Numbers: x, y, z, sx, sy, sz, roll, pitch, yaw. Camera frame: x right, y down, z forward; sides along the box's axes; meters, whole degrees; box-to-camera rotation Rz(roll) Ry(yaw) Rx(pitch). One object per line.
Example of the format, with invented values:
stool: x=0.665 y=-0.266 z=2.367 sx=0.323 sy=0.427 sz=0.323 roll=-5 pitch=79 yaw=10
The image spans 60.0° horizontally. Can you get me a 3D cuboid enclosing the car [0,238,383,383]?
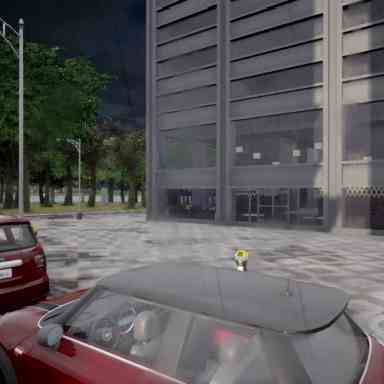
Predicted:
car: x=-0.351 y=1.440 z=3.212 sx=4.097 sy=1.590 sz=1.967 roll=0 pitch=0 yaw=35

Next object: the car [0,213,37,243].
car: x=-4.780 y=1.315 z=6.367 sx=5.009 sy=1.841 sz=2.192 roll=0 pitch=0 yaw=35
